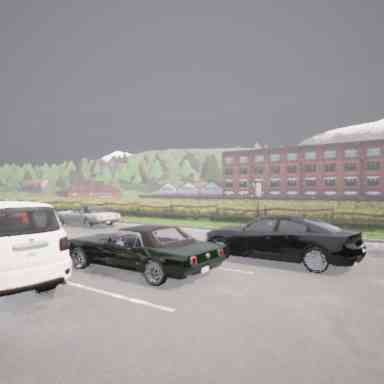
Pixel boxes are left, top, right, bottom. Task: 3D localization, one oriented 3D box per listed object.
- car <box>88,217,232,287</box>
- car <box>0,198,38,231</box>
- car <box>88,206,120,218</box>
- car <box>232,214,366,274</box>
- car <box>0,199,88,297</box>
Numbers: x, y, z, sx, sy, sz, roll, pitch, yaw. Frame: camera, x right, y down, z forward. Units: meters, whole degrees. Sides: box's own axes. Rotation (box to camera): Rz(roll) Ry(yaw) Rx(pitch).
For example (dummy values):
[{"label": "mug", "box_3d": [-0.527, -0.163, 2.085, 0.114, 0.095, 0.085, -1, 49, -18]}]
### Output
[{"label": "car", "box_3d": [-1.484, 1.585, 9.319, 4.718, 1.301, 1.895, 0, 0, 35]}, {"label": "car", "box_3d": [-12.047, 1.323, 21.103, 4.553, 1.767, 2.097, 0, 0, 35]}, {"label": "car", "box_3d": [-6.975, 1.566, 21.802, 4.718, 1.301, 1.895, 0, 0, 35]}, {"label": "car", "box_3d": [2.723, 1.456, 10.623, 5.008, 1.535, 1.882, 0, 0, 35]}, {"label": "car", "box_3d": [-5.096, 1.211, 7.595, 5.566, 2.045, 2.150, 0, 0, 35]}]
